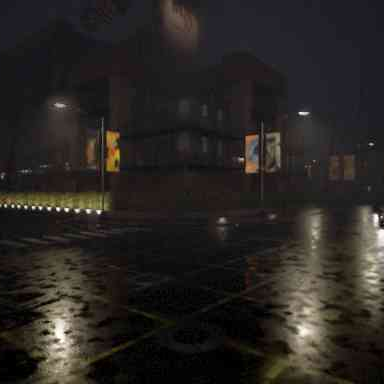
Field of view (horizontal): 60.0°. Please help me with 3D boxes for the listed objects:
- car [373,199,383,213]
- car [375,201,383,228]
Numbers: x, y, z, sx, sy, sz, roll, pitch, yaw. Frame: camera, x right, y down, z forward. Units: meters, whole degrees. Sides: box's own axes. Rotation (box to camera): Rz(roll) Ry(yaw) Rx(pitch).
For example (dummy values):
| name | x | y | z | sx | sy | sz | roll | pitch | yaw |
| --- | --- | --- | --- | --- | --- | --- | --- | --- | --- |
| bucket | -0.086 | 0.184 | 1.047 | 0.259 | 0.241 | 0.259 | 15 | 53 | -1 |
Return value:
| name | x | y | z | sx | sy | sz | roll | pitch | yaw |
| --- | --- | --- | --- | --- | --- | --- | --- | --- | --- |
| car | 20.941 | 1.460 | 35.854 | 2.128 | 1.511 | 4.902 | 0 | 0 | 40 |
| car | 13.462 | 1.506 | 21.480 | 1.812 | 1.442 | 4.674 | 0 | 0 | 40 |
